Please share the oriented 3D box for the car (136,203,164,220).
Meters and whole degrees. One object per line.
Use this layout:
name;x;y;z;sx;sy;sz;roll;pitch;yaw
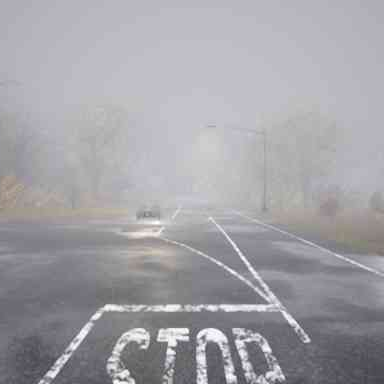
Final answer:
car;-3.513;1.653;28.294;1.994;1.385;4.181;1;-2;0
